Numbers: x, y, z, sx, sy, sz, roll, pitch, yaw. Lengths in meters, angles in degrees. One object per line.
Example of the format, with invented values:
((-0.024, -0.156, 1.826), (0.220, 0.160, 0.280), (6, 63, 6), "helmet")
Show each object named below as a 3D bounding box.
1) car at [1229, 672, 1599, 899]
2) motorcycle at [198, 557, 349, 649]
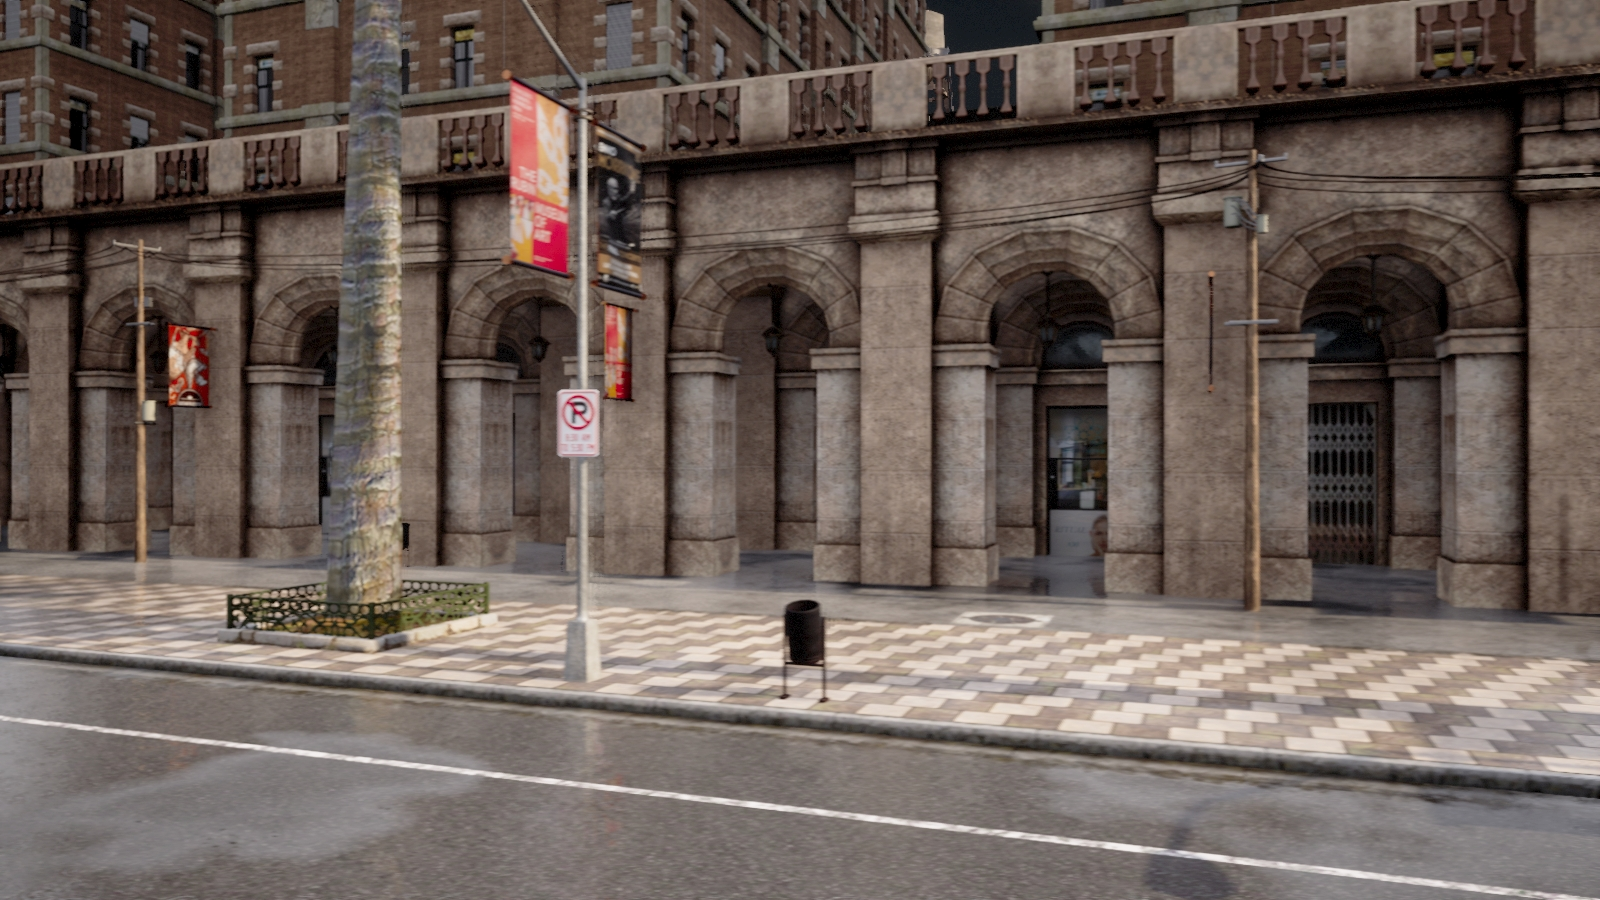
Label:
((3.717, 1.780, 1.946), (5.566, 2.045, 2.150), (0, 0, 20), "car")
((-7.671, 2.207, 16.654), (2.033, 1.145, 0.803), (0, 0, 20), "motorcycle")
